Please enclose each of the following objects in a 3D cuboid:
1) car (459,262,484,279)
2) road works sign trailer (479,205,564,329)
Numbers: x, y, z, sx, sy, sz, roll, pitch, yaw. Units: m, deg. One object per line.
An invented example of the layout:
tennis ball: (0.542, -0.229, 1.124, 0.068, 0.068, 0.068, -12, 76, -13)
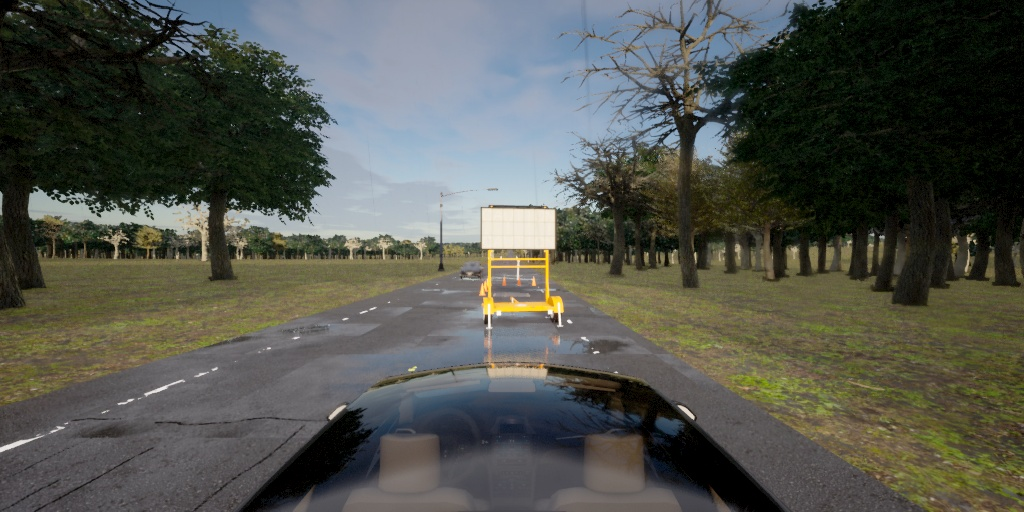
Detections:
car: (-3.541, 1.261, 32.168, 1.837, 1.490, 4.892, 0, 0, 0)
road works sign trailer: (0.182, 0.211, 11.364, 2.380, 3.560, 2.880, 0, 0, -8)
